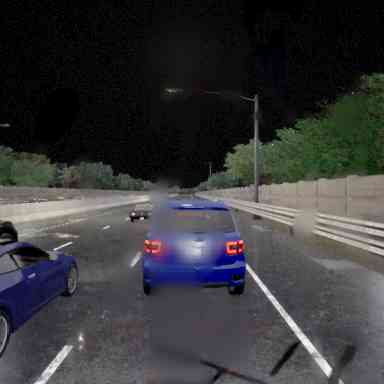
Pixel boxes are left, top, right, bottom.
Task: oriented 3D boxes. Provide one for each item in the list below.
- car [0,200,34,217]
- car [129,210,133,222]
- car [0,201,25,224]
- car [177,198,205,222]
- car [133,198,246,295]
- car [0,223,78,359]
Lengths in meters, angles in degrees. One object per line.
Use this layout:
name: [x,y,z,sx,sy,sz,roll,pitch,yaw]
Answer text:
car: [-17.892,1.585,32.989,2.033,1.411,5.357,0,0,0]
car: [-3.632,1.624,26.187,1.895,1.301,4.718,0,0,-1]
car: [-6.978,1.225,8.962,2.150,2.045,5.566,0,0,-1]
car: [-0.139,1.377,27.490,2.097,1.767,4.553,0,0,-1]
car: [0.022,1.225,8.873,2.150,2.045,5.566,0,0,-1]
car: [-3.460,1.527,5.638,1.812,1.442,4.674,0,0,-1]
